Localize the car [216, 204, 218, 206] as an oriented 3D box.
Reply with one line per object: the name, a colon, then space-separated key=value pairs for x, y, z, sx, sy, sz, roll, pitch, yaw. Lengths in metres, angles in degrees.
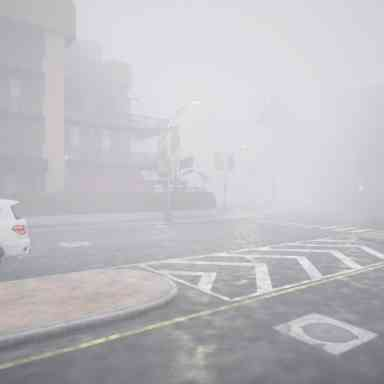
car: x=1.530 y=1.547 z=49.358 sx=2.033 sy=1.411 sz=5.357 roll=0 pitch=0 yaw=-35

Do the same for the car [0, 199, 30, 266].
car: x=-7.294 y=1.221 z=8.624 sx=5.566 sy=2.045 sz=2.150 roll=0 pitch=0 yaw=-35
